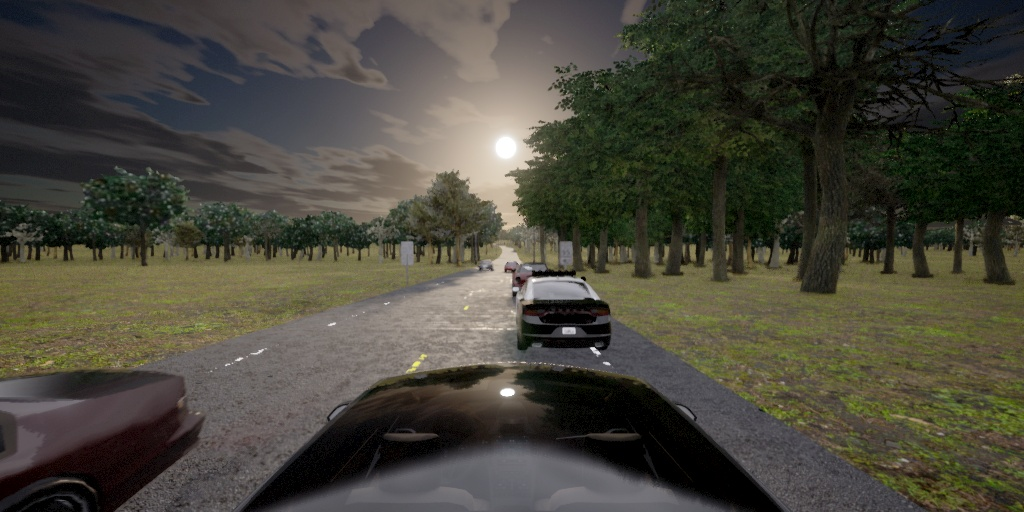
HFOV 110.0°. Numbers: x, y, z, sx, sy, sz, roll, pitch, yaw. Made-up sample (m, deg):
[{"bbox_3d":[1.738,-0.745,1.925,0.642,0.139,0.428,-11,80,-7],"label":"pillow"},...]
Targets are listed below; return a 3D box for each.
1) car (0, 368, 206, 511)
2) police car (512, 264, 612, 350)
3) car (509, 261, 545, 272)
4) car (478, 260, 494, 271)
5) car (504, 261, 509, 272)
[{"bbox_3d":[-3.599,1.298,0.700,2.033,1.411,5.357,0,0,0],"label":"car"},{"bbox_3d":[1.047,1.173,9.174,1.930,1.638,5.238,0,0,0],"label":"police car"},{"bbox_3d":[1.044,1.101,19.040,2.097,1.767,4.553,0,0,0],"label":"car"},{"bbox_3d":[-3.600,1.306,49.966,2.128,1.511,4.902,0,0,0],"label":"car"},{"bbox_3d":[0.019,1.366,46.848,1.994,1.385,4.181,0,0,0],"label":"car"}]
